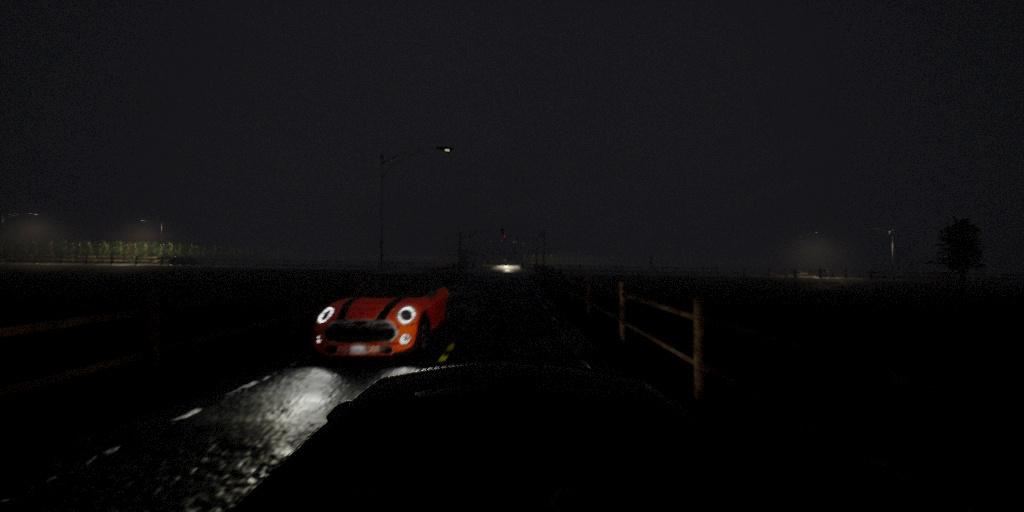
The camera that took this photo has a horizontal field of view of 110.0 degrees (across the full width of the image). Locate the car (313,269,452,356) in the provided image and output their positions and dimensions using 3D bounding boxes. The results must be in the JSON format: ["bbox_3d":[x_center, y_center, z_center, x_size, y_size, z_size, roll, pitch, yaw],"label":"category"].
[{"bbox_3d":[-2.848,1.161,8.884,2.097,1.767,4.553,0,0,0],"label":"car"}]
